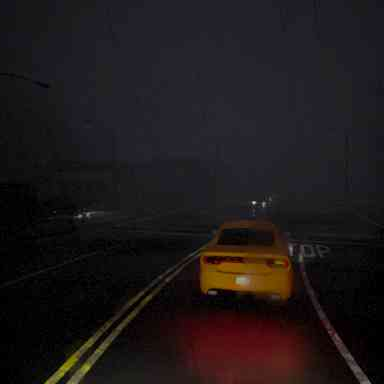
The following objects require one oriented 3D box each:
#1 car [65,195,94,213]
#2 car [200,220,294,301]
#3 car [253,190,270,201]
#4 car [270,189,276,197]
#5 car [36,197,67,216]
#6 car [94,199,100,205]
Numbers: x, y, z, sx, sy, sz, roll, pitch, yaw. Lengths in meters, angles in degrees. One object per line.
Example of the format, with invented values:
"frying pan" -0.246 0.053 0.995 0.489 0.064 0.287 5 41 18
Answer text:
"car" -12.652 1.216 32.269 5.357 1.411 2.033 0 2 18
"car" 1.469 1.461 8.509 1.882 1.535 5.008 0 0 12
"car" 10.779 0.646 52.436 1.837 1.490 4.892 0 2 17
"car" 15.159 0.349 66.403 1.994 1.385 4.181 0 2 17
"car" -13.737 1.354 28.950 4.718 1.301 1.895 1 2 18
"car" -13.689 1.069 40.232 4.718 1.301 1.895 0 2 18
